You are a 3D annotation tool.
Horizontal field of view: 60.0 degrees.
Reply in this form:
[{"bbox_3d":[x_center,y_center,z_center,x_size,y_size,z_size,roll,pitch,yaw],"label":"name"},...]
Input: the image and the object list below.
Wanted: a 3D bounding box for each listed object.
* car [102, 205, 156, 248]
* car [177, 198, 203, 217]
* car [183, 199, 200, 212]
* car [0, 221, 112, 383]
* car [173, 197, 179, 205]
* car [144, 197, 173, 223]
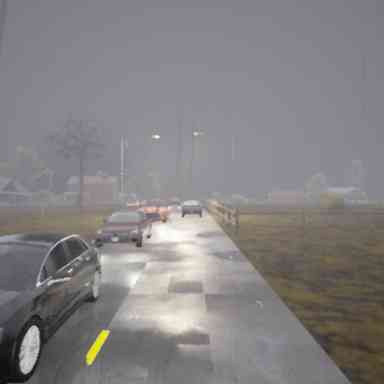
[{"bbox_3d":[-2.895,1.534,14.908,1.812,1.442,4.674,0,0,0],"label":"car"},{"bbox_3d":[0.000,1.539,31.309,2.128,1.511,4.902,0,0,0],"label":"car"},{"bbox_3d":[-0.033,1.642,42.135,2.033,1.411,5.357,0,0,0],"label":"car"},{"bbox_3d":[-2.860,1.507,5.491,1.837,1.490,4.892,0,0,0],"label":"car"},{"bbox_3d":[-2.977,1.672,58.989,1.882,1.535,5.008,0,0,0],"label":"car"},{"bbox_3d":[-2.878,1.383,25.675,2.097,1.767,4.553,0,0,0],"label":"car"}]
